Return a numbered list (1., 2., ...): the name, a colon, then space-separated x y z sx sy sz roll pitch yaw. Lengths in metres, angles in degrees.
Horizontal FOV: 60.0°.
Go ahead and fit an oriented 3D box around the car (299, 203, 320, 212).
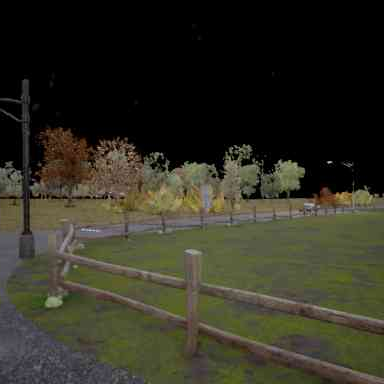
1. car: 18.794 2.449 53.017 2.033 1.411 5.357 -1 -2 40
